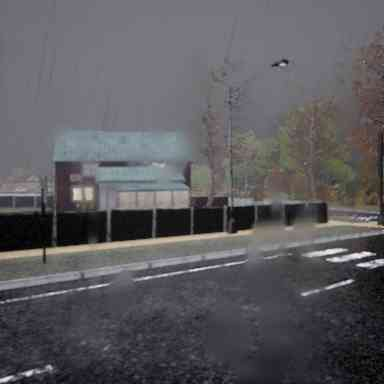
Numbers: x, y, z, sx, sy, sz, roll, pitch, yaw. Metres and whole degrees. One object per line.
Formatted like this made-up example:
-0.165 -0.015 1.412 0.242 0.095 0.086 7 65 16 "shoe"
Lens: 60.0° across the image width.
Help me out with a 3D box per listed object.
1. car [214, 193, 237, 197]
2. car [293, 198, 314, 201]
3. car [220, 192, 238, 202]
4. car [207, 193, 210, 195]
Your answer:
6.140 1.296 59.184 2.033 1.411 5.357 -1 1 -14 "car"
12.201 1.402 35.961 1.882 1.535 5.008 -1 1 -15 "car"
7.293 0.989 65.653 2.097 1.767 4.553 -1 1 -15 "car"
4.729 0.898 75.354 1.837 1.490 4.892 -1 1 -15 "car"
